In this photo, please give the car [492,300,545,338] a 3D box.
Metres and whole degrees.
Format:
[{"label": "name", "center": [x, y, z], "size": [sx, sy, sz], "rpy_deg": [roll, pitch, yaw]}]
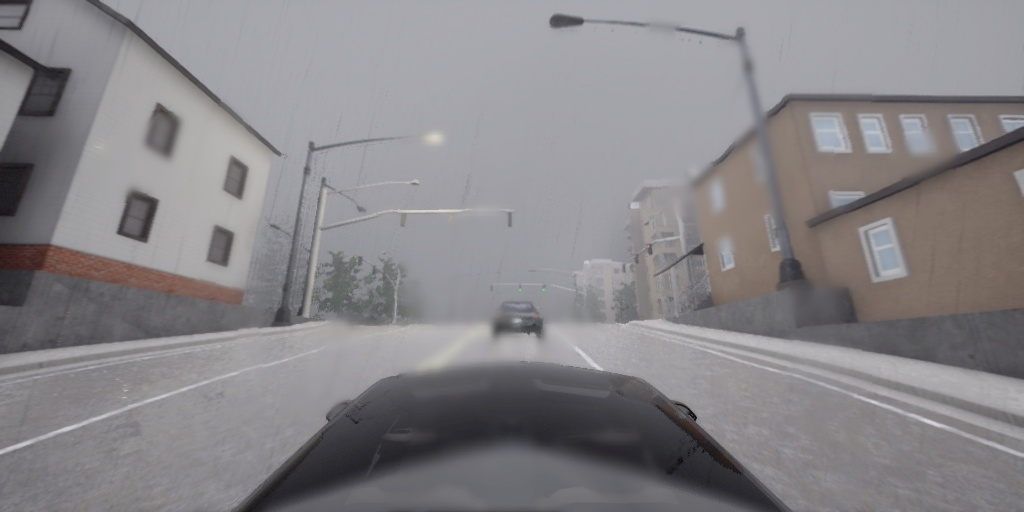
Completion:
[{"label": "car", "center": [0.266, 2.509, 14.638], "size": [1.994, 1.385, 4.181], "rpy_deg": [0, -7, 1]}]
